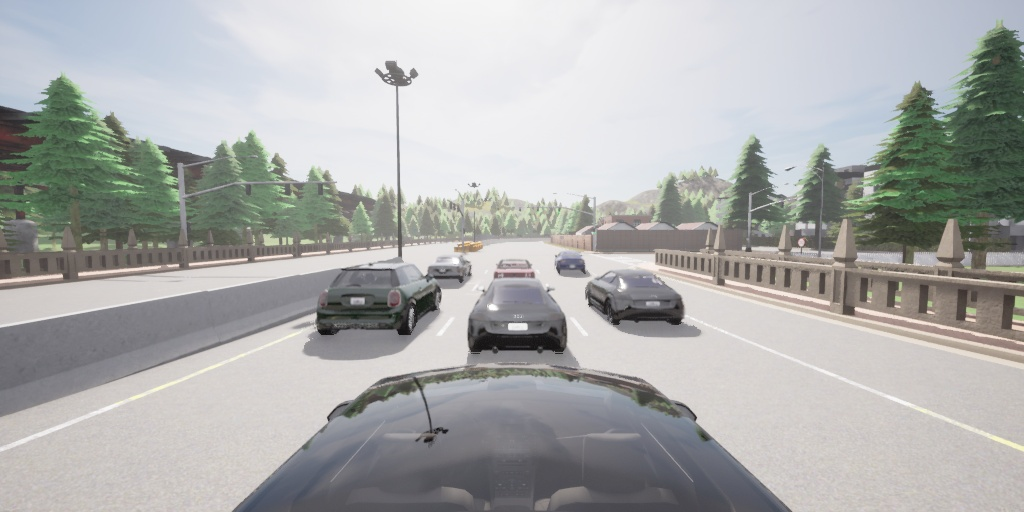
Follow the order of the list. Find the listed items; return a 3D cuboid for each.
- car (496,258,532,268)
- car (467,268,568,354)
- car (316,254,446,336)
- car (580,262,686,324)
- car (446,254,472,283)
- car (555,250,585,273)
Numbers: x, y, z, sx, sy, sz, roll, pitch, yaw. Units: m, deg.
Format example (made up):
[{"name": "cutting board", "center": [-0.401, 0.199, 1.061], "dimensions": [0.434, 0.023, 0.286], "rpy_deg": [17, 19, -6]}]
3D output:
[{"name": "car", "center": [0.109, 0.762, 18.287], "dimensions": [1.895, 1.301, 4.718], "rpy_deg": [0, 3, 0]}, {"name": "car", "center": [0.104, 1.201, 8.559], "dimensions": [1.994, 1.385, 4.181], "rpy_deg": [0, 2, 0]}, {"name": "car", "center": [-3.395, 0.939, 10.021], "dimensions": [2.097, 1.767, 4.553], "rpy_deg": [0, 2, 0]}, {"name": "car", "center": [3.606, 1.107, 11.173], "dimensions": [1.994, 1.385, 4.181], "rpy_deg": [0, 2, 0]}, {"name": "car", "center": [-3.390, 0.610, 20.050], "dimensions": [2.033, 1.411, 5.357], "rpy_deg": [0, 3, 0]}, {"name": "car", "center": [3.923, 0.336, 24.459], "dimensions": [1.812, 1.442, 4.674], "rpy_deg": [0, 3, 4]}]
